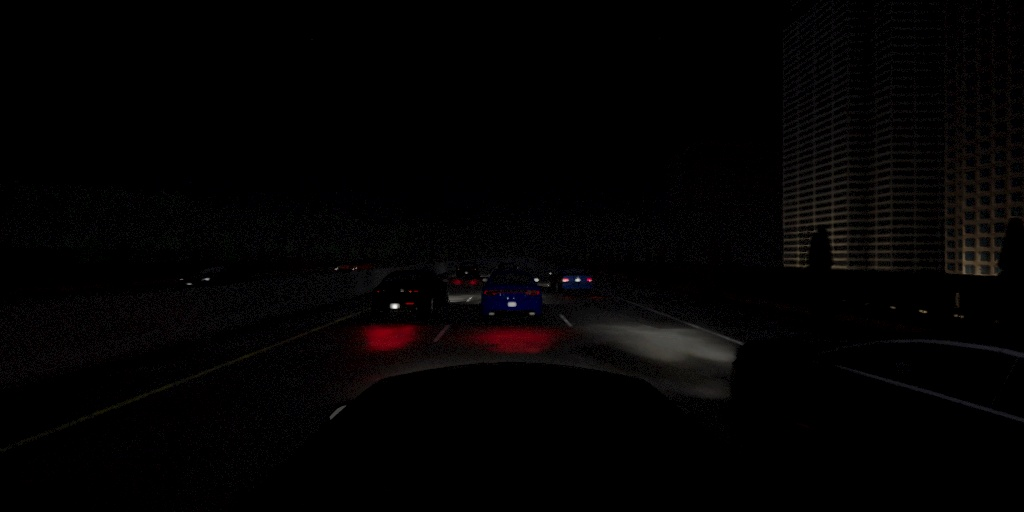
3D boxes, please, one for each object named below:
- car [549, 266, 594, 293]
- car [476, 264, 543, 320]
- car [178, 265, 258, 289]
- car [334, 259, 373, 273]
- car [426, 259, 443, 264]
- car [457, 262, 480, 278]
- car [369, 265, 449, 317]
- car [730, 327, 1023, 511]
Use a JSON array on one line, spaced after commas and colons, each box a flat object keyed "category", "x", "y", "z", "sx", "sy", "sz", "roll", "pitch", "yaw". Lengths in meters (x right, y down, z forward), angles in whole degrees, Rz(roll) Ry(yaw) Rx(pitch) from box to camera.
[{"category": "car", "x": 3.313, "y": 1.278, "z": 20.845, "sx": 2.033, "sy": 1.411, "sz": 5.357, "roll": 0, "pitch": 0, "yaw": -1}, {"category": "car", "x": -0.040, "y": 1.218, "z": 12.670, "sx": 1.882, "sy": 1.535, "sz": 5.008, "roll": 0, "pitch": 0, "yaw": -1}, {"category": "car", "x": -17.902, "y": 1.271, "z": 22.161, "sx": 1.812, "sy": 1.442, "sz": 4.674, "roll": 0, "pitch": 0, "yaw": -1}, {"category": "car", "x": -14.622, "y": 1.085, "z": 33.303, "sx": 2.097, "sy": 1.767, "sz": 4.553, "roll": 0, "pitch": 0, "yaw": -1}, {"category": "car", "x": -11.464, "y": 1.191, "z": 52.918, "sx": 1.882, "sy": 1.535, "sz": 5.008, "roll": 0, "pitch": 0, "yaw": -1}, {"category": "car", "x": -3.943, "y": 1.251, "z": 32.848, "sx": 1.812, "sy": 1.442, "sz": 4.674, "roll": 0, "pitch": 0, "yaw": -1}, {"category": "car", "x": -3.550, "y": 1.247, "z": 13.162, "sx": 1.837, "sy": 1.490, "sz": 4.892, "roll": 0, "pitch": 0, "yaw": -1}, {"category": "car", "x": 3.577, "y": 1.238, "z": 2.421, "sx": 2.128, "sy": 1.511, "sz": 4.902, "roll": 0, "pitch": 0, "yaw": 0}]
